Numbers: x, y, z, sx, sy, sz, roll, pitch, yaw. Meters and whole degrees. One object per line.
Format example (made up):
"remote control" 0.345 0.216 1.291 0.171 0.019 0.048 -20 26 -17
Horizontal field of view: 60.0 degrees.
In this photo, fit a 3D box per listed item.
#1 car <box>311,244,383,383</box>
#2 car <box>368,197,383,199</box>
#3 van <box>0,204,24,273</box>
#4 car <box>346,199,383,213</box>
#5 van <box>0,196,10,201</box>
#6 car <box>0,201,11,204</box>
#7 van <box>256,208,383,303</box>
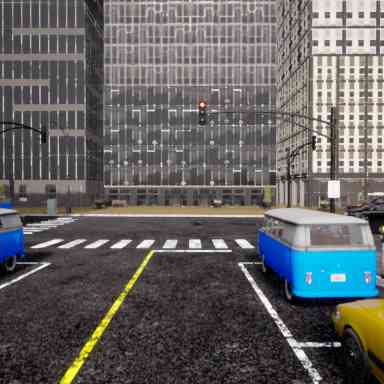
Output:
"car" 2.682 1.525 2.521 1.752 1.417 4.829 -1 0 0
"car" 15.252 1.339 27.278 5.009 1.841 2.192 0 1 0
"van" -5.699 1.339 7.986 1.690 1.788 3.998 -1 0 0
"car" 13.824 1.544 24.688 4.902 1.511 2.128 0 1 0
"van" -17.138 1.201 27.486 3.998 1.788 1.690 0 1 0
"car" -14.002 1.503 21.672 5.357 1.411 2.033 0 1 0
"van" 2.682 1.339 7.953 1.690 1.788 3.998 -1 0 0
